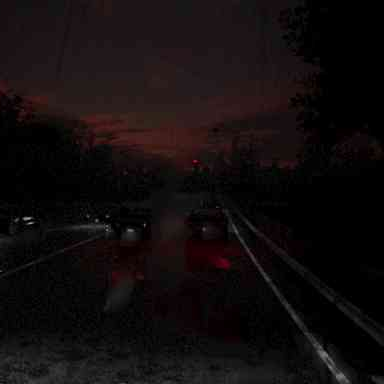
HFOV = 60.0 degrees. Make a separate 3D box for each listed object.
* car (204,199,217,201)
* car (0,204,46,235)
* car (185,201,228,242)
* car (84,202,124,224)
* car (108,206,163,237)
[{"bbox_3d":[1.840,1.398,32.986,2.033,1.411,5.357,0,0,4],"label":"car"},{"bbox_3d":[-9.895,1.439,18.313,1.837,1.490,4.892,0,0,3],"label":"car"},{"bbox_3d":[0.717,1.436,16.282,1.882,1.535,5.008,0,0,3],"label":"car"},{"bbox_3d":[-6.002,1.453,24.292,2.033,1.411,5.357,0,0,4],"label":"car"},{"bbox_3d":[-2.711,1.547,17.802,1.895,1.301,4.718,0,0,3],"label":"car"}]
